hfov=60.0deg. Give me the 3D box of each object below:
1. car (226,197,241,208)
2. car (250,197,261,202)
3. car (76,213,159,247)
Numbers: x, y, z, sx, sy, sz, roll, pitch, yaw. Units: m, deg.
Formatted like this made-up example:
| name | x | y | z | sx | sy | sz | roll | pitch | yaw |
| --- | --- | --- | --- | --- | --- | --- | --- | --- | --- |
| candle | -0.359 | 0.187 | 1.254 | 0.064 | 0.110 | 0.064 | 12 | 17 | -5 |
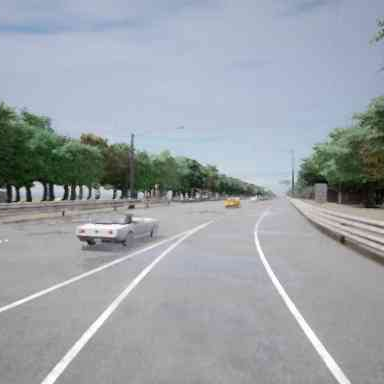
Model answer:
| name | x | y | z | sx | sy | sz | roll | pitch | yaw |
| --- | --- | --- | --- | --- | --- | --- | --- | --- | --- |
| car | 6.376 | 1.573 | 50.704 | 1.882 | 1.535 | 5.008 | 0 | 0 | 15 |
| car | 16.573 | 2.017 | 88.526 | 1.812 | 1.442 | 4.674 | 0 | -1 | 15 |
| car | -3.088 | 1.592 | 15.069 | 1.895 | 1.301 | 4.718 | 0 | 0 | 15 |
